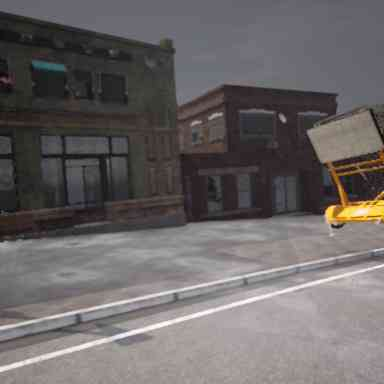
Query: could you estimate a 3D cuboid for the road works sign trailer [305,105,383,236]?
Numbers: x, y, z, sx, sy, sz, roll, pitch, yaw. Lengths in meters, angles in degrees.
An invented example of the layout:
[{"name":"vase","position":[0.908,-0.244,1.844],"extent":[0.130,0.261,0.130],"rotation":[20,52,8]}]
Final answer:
[{"name":"road works sign trailer","position":[5.411,-0.839,10.709],"extent":[2.880,3.560,2.380],"rotation":[-32,9,-27]}]
